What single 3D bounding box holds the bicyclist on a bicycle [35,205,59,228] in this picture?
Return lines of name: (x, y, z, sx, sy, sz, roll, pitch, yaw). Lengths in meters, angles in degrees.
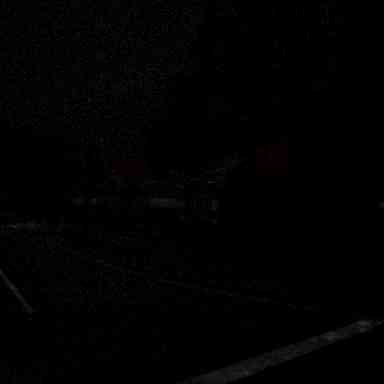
bicyclist on a bicycle: (-10.556, 1.806, 24.298, 1.656, 1.620, 0.582, 3, -2, -37)
